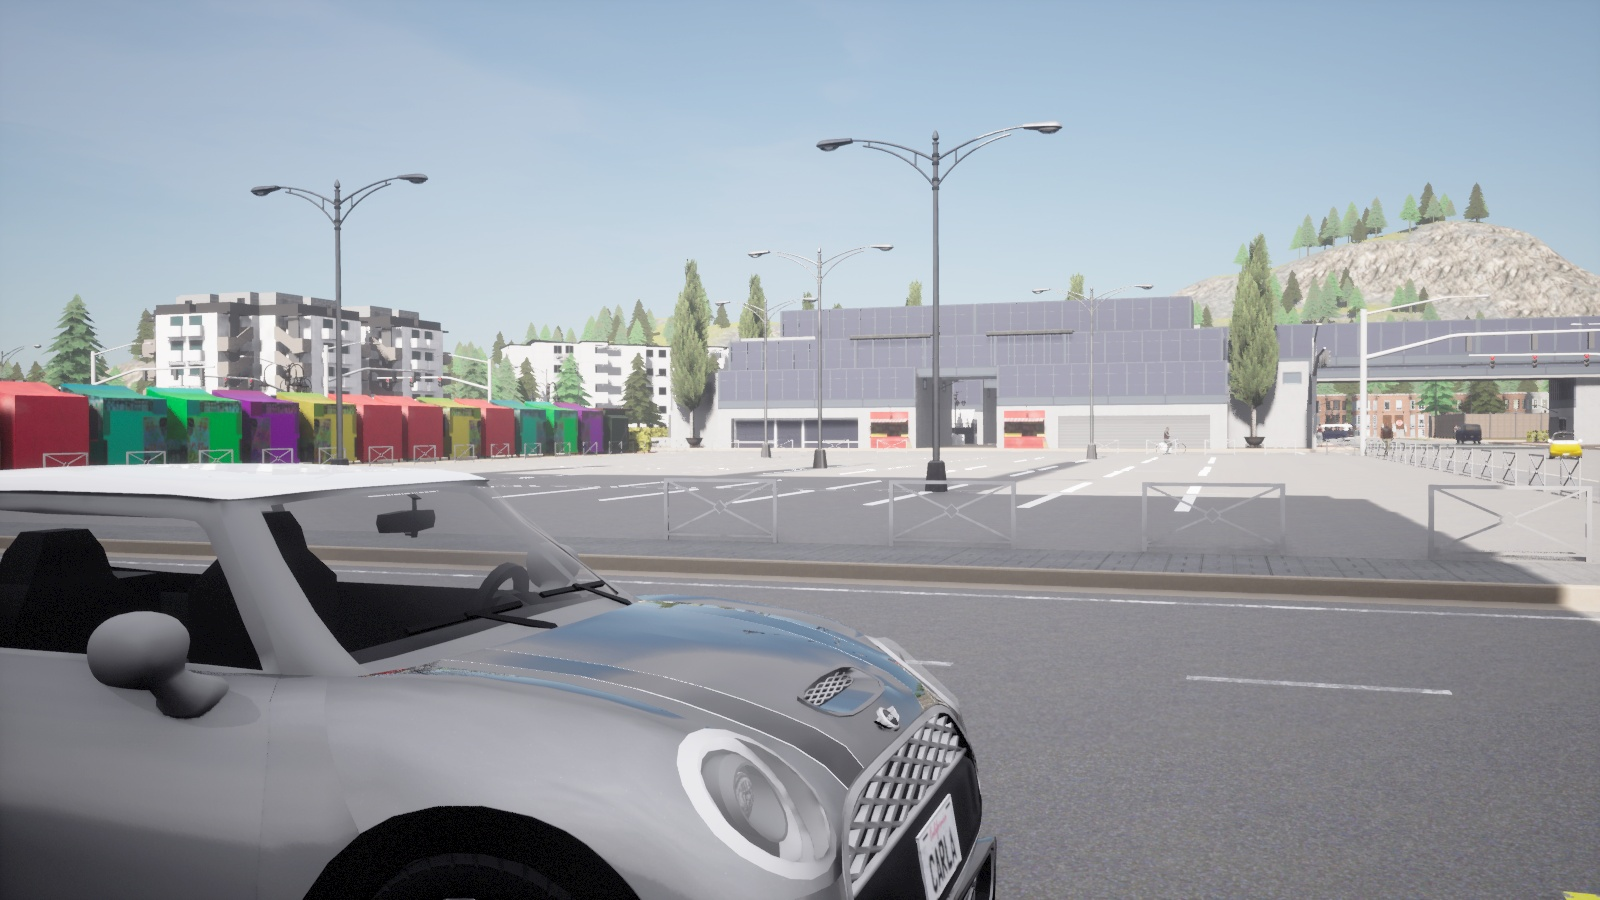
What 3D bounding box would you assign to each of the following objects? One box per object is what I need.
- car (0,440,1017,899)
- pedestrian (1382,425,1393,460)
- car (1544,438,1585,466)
[{"bbox_3d":[-1.428,0.728,3.672,3.806,1.475,1.970,1,1,18],"label":"car"},{"bbox_3d":[30.470,-0.388,65.155,0.431,1.840,0.703,1,1,20],"label":"pedestrian"},{"bbox_3d":[38.325,0.072,62.999,1.481,1.376,2.207,0,1,24],"label":"car"}]
